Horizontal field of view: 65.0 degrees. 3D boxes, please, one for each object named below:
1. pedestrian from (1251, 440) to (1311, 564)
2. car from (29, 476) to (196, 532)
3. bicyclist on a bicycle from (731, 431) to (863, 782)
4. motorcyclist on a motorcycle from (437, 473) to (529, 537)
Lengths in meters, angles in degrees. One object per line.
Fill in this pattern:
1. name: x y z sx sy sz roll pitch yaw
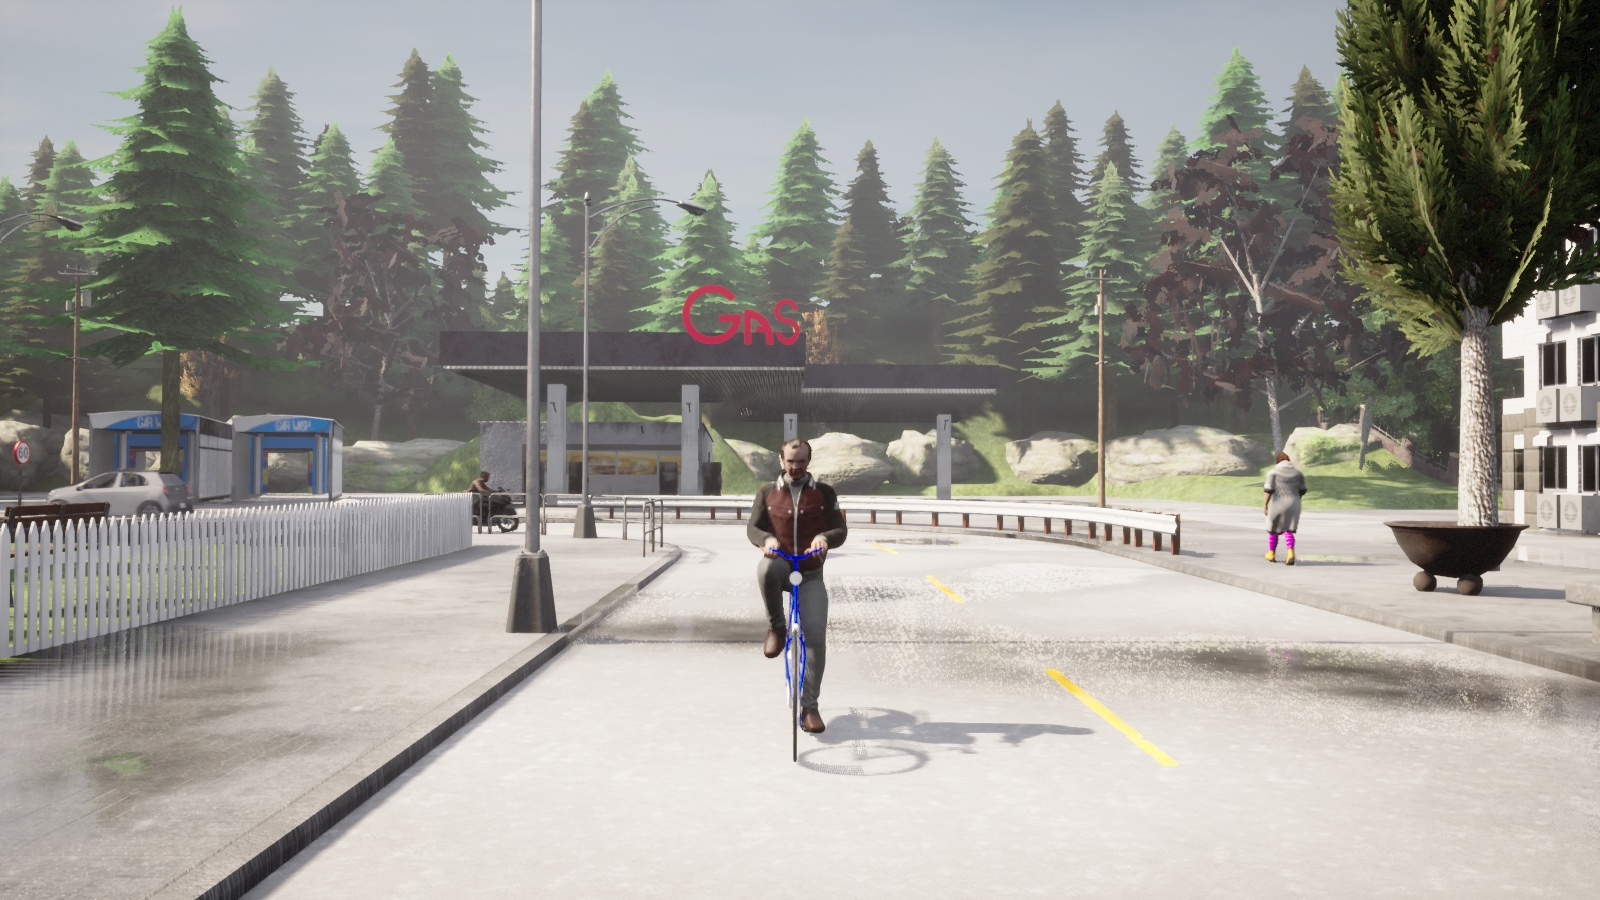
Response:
1. pedestrian: 7.741 0.832 20.228 0.659 1.952 0.873 0 -1 4
2. car: -19.083 1.491 34.983 3.633 1.501 1.845 0 -1 0
3. bicyclist on a bicycle: -0.019 0.808 7.290 0.659 1.776 1.843 0 -1 0
4. motorcyclist on a motorcycle: -7.781 1.345 30.872 2.044 1.523 0.797 0 0 5
